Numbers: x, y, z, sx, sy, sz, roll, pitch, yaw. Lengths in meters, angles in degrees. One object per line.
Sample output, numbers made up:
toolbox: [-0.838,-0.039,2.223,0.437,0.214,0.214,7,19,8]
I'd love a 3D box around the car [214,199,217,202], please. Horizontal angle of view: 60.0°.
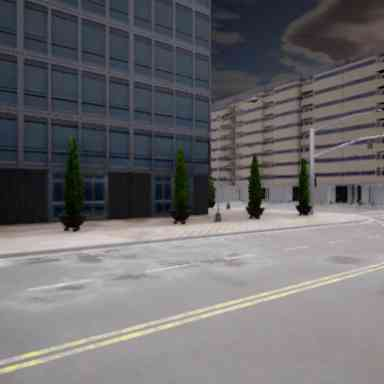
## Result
car: [2.419,1.489,59.481,2.033,1.411,5.357,0,0,-35]
